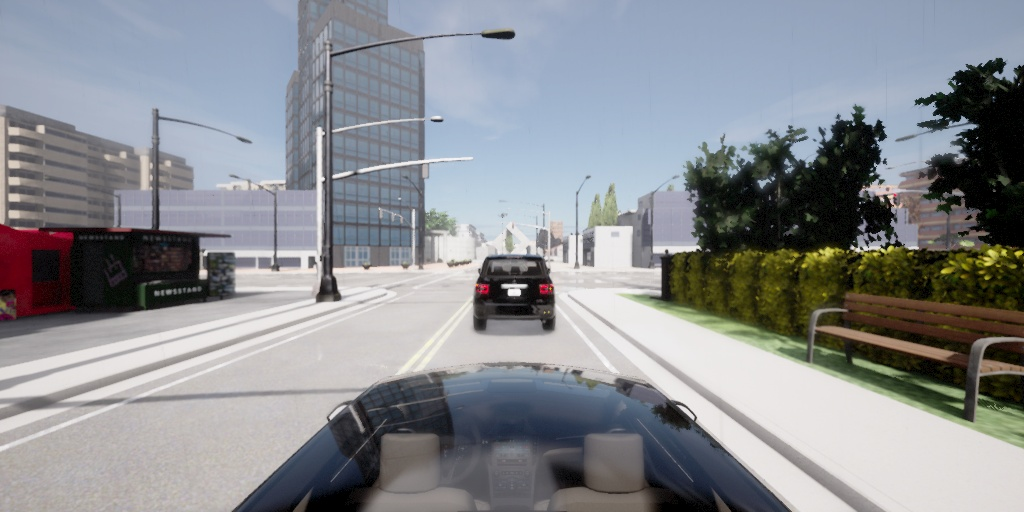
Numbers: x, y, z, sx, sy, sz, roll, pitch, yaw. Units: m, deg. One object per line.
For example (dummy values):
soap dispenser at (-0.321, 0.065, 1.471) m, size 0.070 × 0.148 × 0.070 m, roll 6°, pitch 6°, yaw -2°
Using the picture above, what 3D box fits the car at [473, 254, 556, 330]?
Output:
car at (0.072, 0.954, 11.164) m, size 2.150 × 2.045 × 5.566 m, roll 0°, pitch 0°, yaw 0°
